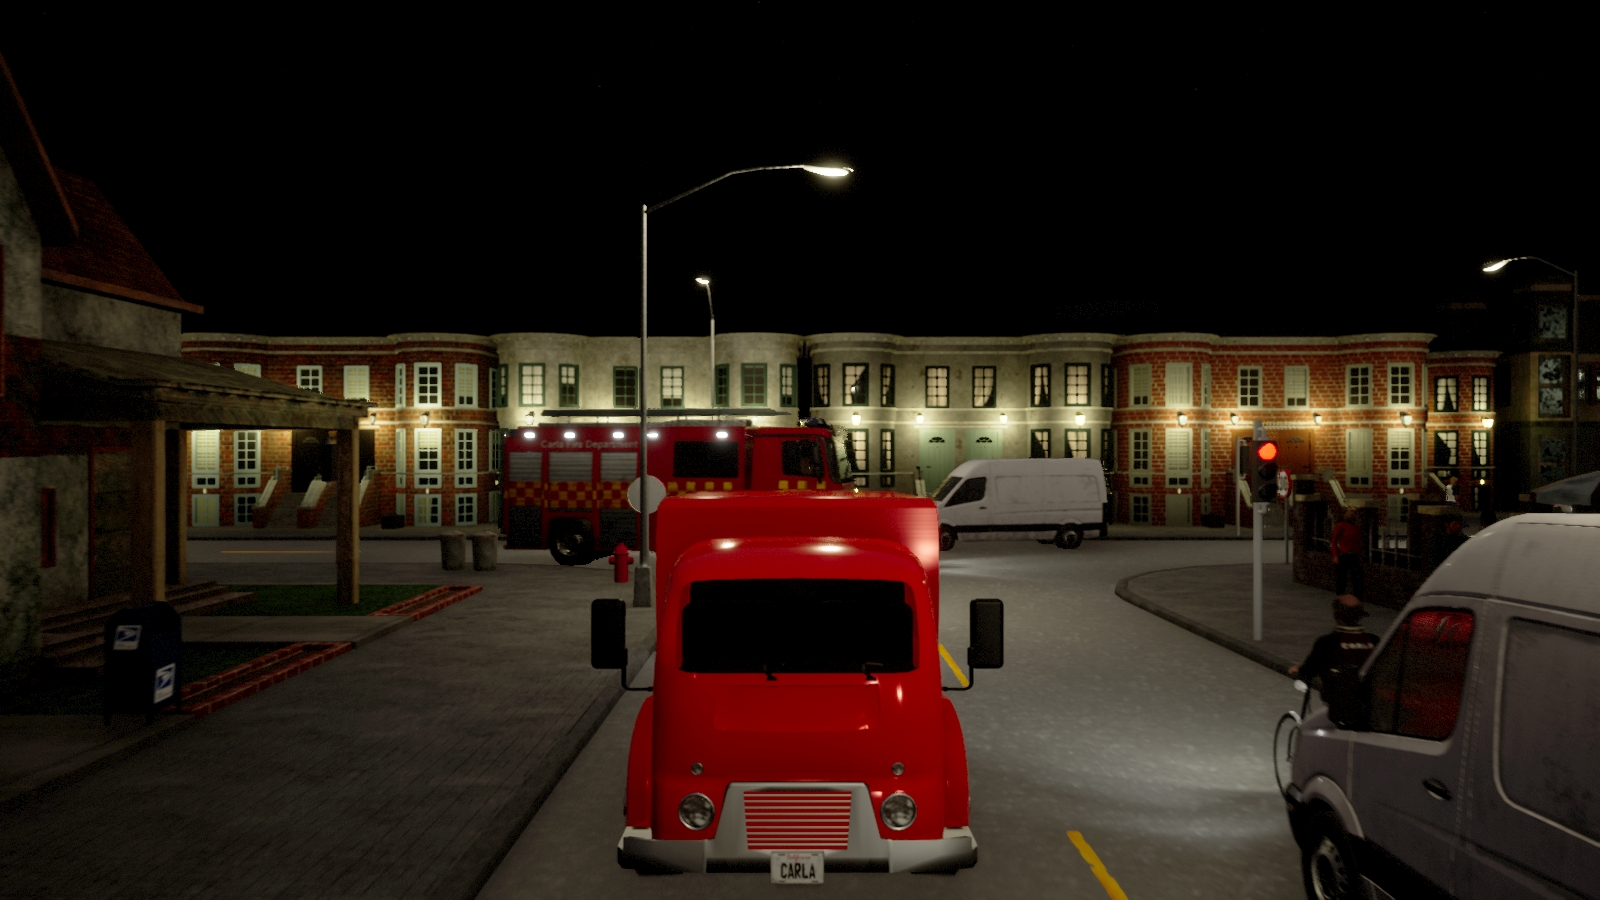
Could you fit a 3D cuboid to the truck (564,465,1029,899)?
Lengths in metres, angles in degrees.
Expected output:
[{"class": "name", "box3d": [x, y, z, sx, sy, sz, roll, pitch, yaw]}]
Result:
[{"class": "truck", "box3d": [-0.023, 1.357, 9.070, 2.627, 2.467, 5.204, 0, -1, 0]}]

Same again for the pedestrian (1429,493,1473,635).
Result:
[{"class": "pedestrian", "box3d": [8.703, 1.516, 15.280, 0.375, 1.860, 0.375, 0, 0, 2]}]

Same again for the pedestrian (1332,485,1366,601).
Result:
[{"class": "pedestrian", "box3d": [8.954, 1.514, 18.635, 0.375, 1.860, 0.375, 0, 0, 3]}]

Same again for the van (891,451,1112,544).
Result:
[{"class": "van", "box3d": [5.712, 1.311, 32.672, 5.915, 2.561, 1.988, 0, 0, -9]}]

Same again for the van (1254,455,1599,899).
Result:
[{"class": "van", "box3d": [4.005, 1.314, 4.632, 1.988, 2.561, 5.915, 0, 0, 0]}]

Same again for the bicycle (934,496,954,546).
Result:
[{"class": "bicycle", "box3d": [3.962, 1.937, 31.456, 0.329, 1.271, 1.835, 0, 0, 0]}]

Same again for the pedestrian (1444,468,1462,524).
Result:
[{"class": "pedestrian", "box3d": [21.801, 1.520, 38.130, 0.375, 1.860, 0.375, 0, 0, -8]}]

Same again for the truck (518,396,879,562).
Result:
[{"class": "truck", "box3d": [-2.392, 0.667, 28.341, 8.468, 3.827, 2.891, 0, 0, 9]}]
